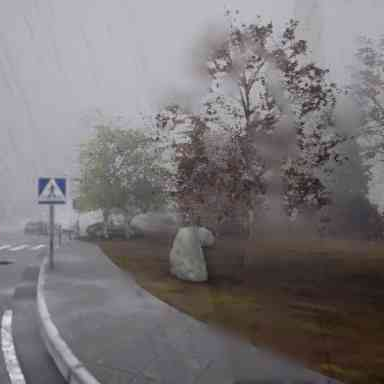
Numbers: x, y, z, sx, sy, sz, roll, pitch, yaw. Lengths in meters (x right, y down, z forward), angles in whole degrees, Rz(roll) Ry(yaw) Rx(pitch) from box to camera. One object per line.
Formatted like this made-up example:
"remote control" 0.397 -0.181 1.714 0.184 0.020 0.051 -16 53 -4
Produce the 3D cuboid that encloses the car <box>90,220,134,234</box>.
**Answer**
"car" -9.241 3.991 38.421 4.792 1.488 2.163 0 -4 -15

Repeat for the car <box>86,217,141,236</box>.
"car" -7.141 3.304 30.463 4.892 1.521 2.231 0 -5 -15

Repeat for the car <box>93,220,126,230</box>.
"car" -12.124 4.831 49.029 4.674 1.452 2.002 0 -4 -15

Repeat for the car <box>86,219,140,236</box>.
"car" -7.852 3.524 33.115 5.008 1.535 2.097 0 -5 -15

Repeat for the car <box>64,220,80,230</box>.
"car" -18.443 5.069 51.219 1.812 1.442 4.674 0 -4 -15

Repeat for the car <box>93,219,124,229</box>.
"car" -13.576 5.217 54.333 4.792 1.488 2.163 0 -4 -15

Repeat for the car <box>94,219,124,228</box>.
"car" -14.231 5.408 57.000 4.792 1.488 2.163 0 -4 -15

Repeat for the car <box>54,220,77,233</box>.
"car" -15.846 4.330 41.548 1.812 1.442 4.674 0 -4 -15

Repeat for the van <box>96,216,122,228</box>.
"van" -14.862 5.343 59.692 4.442 1.987 1.878 0 -4 -15

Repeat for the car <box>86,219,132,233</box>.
"car" -10.163 4.169 41.025 5.366 1.575 1.946 0 -4 -15

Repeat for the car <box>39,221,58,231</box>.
"car" -21.476 5.054 49.979 1.994 1.385 4.181 0 -4 -15

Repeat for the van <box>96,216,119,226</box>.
"van" -17.226 5.884 67.601 4.442 1.987 1.878 0 -4 -15

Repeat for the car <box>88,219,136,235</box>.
"car" -8.553 3.744 35.769 4.892 1.521 2.231 0 -5 -15

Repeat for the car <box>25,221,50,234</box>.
"car" -18.878 4.241 40.309 2.128 1.511 4.902 0 -4 -15
